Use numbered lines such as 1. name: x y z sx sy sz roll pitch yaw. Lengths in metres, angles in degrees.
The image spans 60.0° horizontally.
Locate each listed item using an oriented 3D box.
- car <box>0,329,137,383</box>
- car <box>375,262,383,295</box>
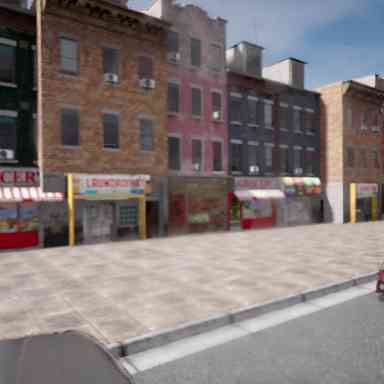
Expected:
1. car: -2.676 1.547 1.161 5.357 1.411 2.033 0 0 -35
2. car: 5.824 1.589 7.226 4.181 1.385 1.994 0 0 -36
